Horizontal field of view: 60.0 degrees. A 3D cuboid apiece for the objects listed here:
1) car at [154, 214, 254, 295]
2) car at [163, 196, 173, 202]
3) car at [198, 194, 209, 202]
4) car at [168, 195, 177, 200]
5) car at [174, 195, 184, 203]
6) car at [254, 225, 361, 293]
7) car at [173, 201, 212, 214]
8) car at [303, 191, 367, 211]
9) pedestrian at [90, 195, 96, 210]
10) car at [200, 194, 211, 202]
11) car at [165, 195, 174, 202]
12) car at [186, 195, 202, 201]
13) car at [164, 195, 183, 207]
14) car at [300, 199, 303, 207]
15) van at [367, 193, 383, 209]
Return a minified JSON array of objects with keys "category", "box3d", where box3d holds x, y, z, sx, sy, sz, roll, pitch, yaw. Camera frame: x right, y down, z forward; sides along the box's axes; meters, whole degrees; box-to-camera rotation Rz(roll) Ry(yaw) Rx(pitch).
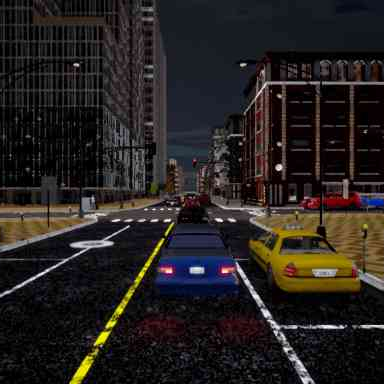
[{"category":"car","box3d":[0.096,1.547,8.881,2.033,1.411,5.357,0,0,0]},{"category":"car","box3d":[-5.327,1.556,74.564,2.008,1.369,4.403,0,0,0]},{"category":"car","box3d":[2.553,1.320,74.565,2.192,1.841,5.009,0,0,0]},{"category":"car","box3d":[-5.329,1.558,91.343,2.008,1.369,4.403,0,0,0]},{"category":"car","box3d":[-2.760,1.482,71.334,1.882,1.535,5.008,0,0,0]},{"category":"car","box3d":[2.563,1.525,8.732,1.752,1.417,4.829,0,0,0]},{"category":"car","box3d":[0.081,1.505,18.622,1.837,1.490,4.892,0,0,0]},{"category":"car","box3d":[15.605,0.996,36.468,5.566,2.045,2.150,-2,0,-1]},{"category":"pedestrian","box3d":[-12.354,1.270,41.567,0.375,1.860,0.375,0,1,-1]},{"category":"car","box3d":[2.555,1.318,63.379,2.192,1.841,5.009,0,0,0]},{"category":"car","box3d":[-5.328,1.550,80.157,1.887,1.381,4.507,0,0,0]},{"category":"car","box3d":[0.110,1.566,51.071,1.994,1.385,4.181,0,0,0]},{"category":"car","box3d":[-2.851,1.494,51.221,2.128,1.511,4.902,0,0,0]},{"category":"car","box3d":[15.308,1.094,38.925,5.009,1.841,2.192,-1,1,-1]},{"category":"van","box3d":[20.964,1.050,38.986,3.998,1.788,1.690,-1,1,-1]}]
